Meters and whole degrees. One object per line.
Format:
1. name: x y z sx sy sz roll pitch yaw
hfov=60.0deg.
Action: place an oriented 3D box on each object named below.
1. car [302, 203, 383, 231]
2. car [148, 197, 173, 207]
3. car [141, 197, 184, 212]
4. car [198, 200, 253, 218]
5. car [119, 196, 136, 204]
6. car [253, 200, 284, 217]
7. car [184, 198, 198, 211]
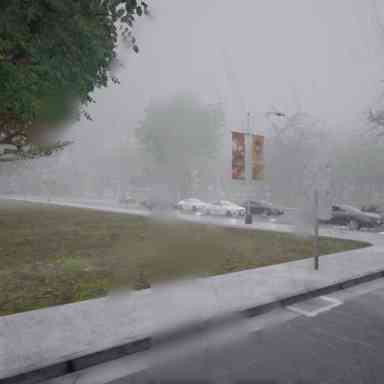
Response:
1. car: 9.365 1.500 21.084 1.837 1.490 4.892 0 -1 -35
2. car: -5.090 1.490 52.941 1.812 1.442 4.674 0 0 -36
3. car: -3.626 1.524 39.353 2.033 1.411 5.357 0 0 -36
4. car: 2.930 1.508 30.122 1.812 1.442 4.674 0 0 -35
5. car: -12.288 1.487 63.041 1.812 1.442 4.674 0 0 -35
6. car: 6.329 1.486 30.977 1.837 1.490 4.892 0 0 -35
7. car: 0.079 1.499 39.779 1.812 1.442 4.674 0 0 -36
